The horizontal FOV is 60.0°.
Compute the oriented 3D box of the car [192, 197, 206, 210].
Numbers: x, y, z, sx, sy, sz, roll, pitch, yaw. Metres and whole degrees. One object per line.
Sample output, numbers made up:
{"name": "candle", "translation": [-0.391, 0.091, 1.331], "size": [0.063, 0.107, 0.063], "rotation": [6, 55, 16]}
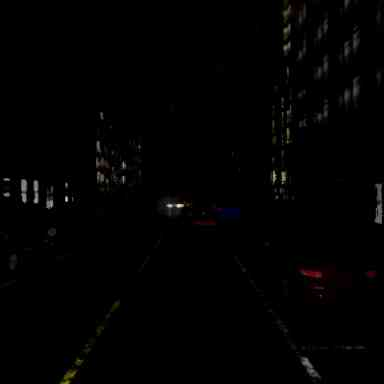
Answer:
{"name": "car", "translation": [0.903, 1.428, 44.114], "size": [1.801, 1.575, 5.366], "rotation": [0, 0, 0]}

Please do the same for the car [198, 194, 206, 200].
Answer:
{"name": "car", "translation": [2.697, 1.342, 87.521], "size": [1.967, 1.590, 4.097], "rotation": [0, 0, 0]}

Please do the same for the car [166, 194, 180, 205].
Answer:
{"name": "car", "translation": [-3.053, 1.487, 57.777], "size": [1.812, 1.442, 4.674], "rotation": [0, 0, 1]}

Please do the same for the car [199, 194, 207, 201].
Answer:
{"name": "car", "translation": [2.696, 1.356, 81.829], "size": [1.967, 1.590, 4.097], "rotation": [0, 0, 0]}

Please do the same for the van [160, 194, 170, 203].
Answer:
{"name": "van", "translation": [-5.685, 1.283, 70.448], "size": [1.690, 1.788, 3.998], "rotation": [0, 0, 0]}

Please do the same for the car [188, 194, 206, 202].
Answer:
{"name": "car", "translation": [0.853, 1.329, 37.886], "size": [2.097, 1.767, 4.553], "rotation": [0, 0, -1]}

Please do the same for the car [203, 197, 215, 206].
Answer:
{"name": "car", "translation": [2.694, 1.547, 53.367], "size": [1.802, 1.307, 4.206], "rotation": [0, 0, 0]}

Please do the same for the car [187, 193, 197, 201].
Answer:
{"name": "car", "translation": [0.005, 1.235, 78.655], "size": [2.097, 1.767, 4.553], "rotation": [0, 0, 0]}

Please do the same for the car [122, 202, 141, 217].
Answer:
{"name": "car", "translation": [-5.689, 1.566, 30.600], "size": [1.802, 1.307, 4.206], "rotation": [0, 0, 0]}

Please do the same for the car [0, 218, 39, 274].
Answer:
{"name": "car", "translation": [-5.690, 1.551, 7.830], "size": [2.008, 1.369, 4.403], "rotation": [0, 0, 0]}

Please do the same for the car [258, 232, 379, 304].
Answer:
{"name": "car", "translation": [2.690, 1.581, 7.828], "size": [1.802, 1.307, 4.206], "rotation": [0, 0, 0]}

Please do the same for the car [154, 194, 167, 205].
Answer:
{"name": "car", "translation": [-5.686, 1.511, 59.063], "size": [2.008, 1.369, 4.403], "rotation": [0, 0, 0]}

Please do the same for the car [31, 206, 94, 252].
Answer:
{"name": "car", "translation": [-5.690, 1.437, 13.523], "size": [1.967, 1.590, 4.097], "rotation": [0, 0, 0]}

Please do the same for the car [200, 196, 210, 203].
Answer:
{"name": "car", "translation": [2.695, 1.492, 70.444], "size": [2.008, 1.369, 4.403], "rotation": [0, 0, 0]}

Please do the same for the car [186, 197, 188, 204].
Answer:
{"name": "car", "translation": [0.004, 1.305, 63.655], "size": [2.097, 1.767, 4.553], "rotation": [0, 0, 0]}

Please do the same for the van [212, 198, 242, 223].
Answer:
{"name": "van", "translation": [2.692, 1.329, 24.905], "size": [1.690, 1.788, 3.998], "rotation": [0, 0, 0]}

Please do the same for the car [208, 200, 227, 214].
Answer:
{"name": "car", "translation": [2.693, 1.561, 36.289], "size": [1.802, 1.307, 4.206], "rotation": [0, 0, 0]}

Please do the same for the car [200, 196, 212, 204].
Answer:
{"name": "car", "translation": [2.695, 1.502, 64.751], "size": [2.008, 1.369, 4.403], "rotation": [0, 0, 0]}

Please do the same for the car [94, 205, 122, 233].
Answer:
{"name": "car", "translation": [-5.689, 1.543, 19.215], "size": [2.008, 1.369, 4.403], "rotation": [0, 0, 0]}

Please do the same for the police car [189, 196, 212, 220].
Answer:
{"name": "police car", "translation": [0.902, 1.411, 28.033], "size": [1.930, 1.638, 5.238], "rotation": [0, 0, 0]}
